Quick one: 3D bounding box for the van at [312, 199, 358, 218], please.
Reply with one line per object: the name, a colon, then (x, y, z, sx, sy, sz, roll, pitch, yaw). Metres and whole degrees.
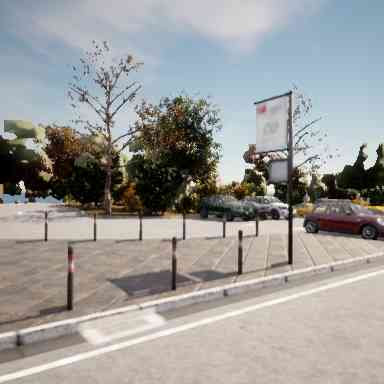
van: (16.209, 1.828, 37.792, 1.878, 1.987, 4.442, 3, -1, -36)

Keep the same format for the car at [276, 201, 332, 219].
car: (11.601, 1.858, 34.848, 1.946, 1.575, 5.366, 2, -1, -36)

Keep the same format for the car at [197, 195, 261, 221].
car: (2.677, 1.304, 28.129, 2.435, 2.045, 5.566, 2, -1, -36)

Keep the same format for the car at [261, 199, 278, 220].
car: (4.817, 1.620, 29.713, 2.231, 1.521, 4.892, 2, -1, -36)

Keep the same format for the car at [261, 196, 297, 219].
car: (7.094, 1.437, 31.340, 2.435, 2.045, 5.566, 2, -1, -36)

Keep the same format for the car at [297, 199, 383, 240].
car: (8.098, 1.381, 16.977, 2.185, 1.767, 4.553, 2, -1, -36)

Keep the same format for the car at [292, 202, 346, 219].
car: (13.760, 1.949, 36.401, 1.946, 1.575, 5.366, 3, -1, -36)
